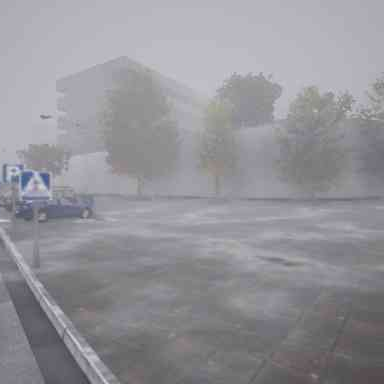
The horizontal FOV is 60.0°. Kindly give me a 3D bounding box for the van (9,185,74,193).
[{"bbox_3d":[-10.402,0.683,24.262,1.878,1.987,4.442,2,2,37],"label":"van"}]

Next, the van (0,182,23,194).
[{"bbox_3d":[-30.341,-0.637,54.266,1.878,1.987,4.442,2,1,36],"label":"van"}]

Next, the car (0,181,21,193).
[{"bbox_3d":[-33.776,-0.866,59.130,2.435,2.045,5.566,2,1,36],"label":"car"}]

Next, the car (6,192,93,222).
[{"bbox_3d":[-8.847,1.018,21.658,2.097,1.535,5.008,2,2,37],"label":"car"}]

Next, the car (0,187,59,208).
[{"bbox_3d":[-15.398,0.453,31.685,2.185,1.767,4.553,2,2,37],"label":"car"}]

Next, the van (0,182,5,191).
[{"bbox_3d":[-45.631,-1.357,76.327,1.878,1.987,4.442,2,1,36],"label":"van"}]

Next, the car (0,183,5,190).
[{"bbox_3d":[-47.265,-1.304,78.884,2.185,1.767,4.553,1,0,36],"label":"car"}]

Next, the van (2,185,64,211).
[{"bbox_3d":[-13.804,0.463,29.095,1.878,1.987,4.442,3,2,37],"label":"van"}]

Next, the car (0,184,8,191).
[{"bbox_3d":[-43.999,-1.078,73.795,1.946,1.575,5.366,2,1,36],"label":"car"}]

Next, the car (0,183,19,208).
[{"bbox_3d":[-12.117,0.548,26.652,2.435,2.045,5.566,3,2,37],"label":"car"}]
